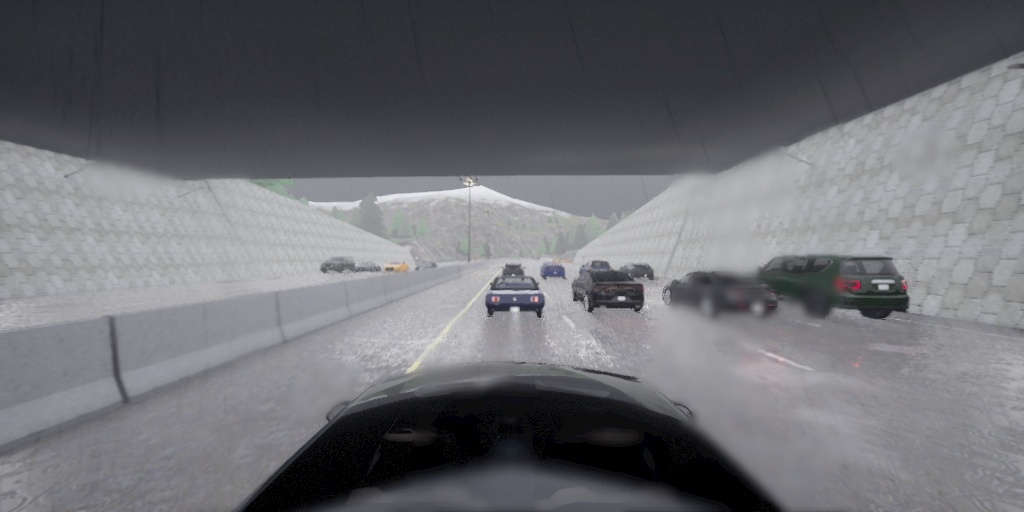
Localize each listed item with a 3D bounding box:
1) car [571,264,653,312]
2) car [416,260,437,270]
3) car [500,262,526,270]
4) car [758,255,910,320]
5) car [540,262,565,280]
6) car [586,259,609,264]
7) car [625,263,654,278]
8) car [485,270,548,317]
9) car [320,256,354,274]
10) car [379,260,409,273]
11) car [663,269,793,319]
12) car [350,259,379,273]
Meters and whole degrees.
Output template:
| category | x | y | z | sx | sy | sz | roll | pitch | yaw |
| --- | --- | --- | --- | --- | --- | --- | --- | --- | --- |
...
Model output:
| category | x | y | z | sx | sy | sz | roll | pitch | yaw |
| --- | --- | --- | --- | --- | --- | --- | --- | --- | --- |
| car | 3.594 | 1.245 | 14.242 | 1.882 | 1.535 | 5.008 | 0 | 0 | 0 |
| car | -10.581 | 1.299 | 44.626 | 2.128 | 1.511 | 4.902 | 0 | 0 | 0 |
| car | 0.100 | 1.295 | 30.874 | 1.837 | 1.490 | 4.892 | 0 | 0 | 0 |
| car | 10.592 | 0.987 | 12.903 | 2.150 | 2.045 | 5.566 | 0 | 0 | 0 |
| car | 3.600 | 1.270 | 32.367 | 1.882 | 1.535 | 5.008 | 0 | 0 | 0 |
| car | 7.099 | 1.142 | 30.533 | 2.097 | 1.767 | 4.553 | 0 | 0 | 0 |
| car | 10.601 | 1.295 | 30.881 | 1.837 | 1.490 | 4.892 | 0 | 0 | 0 |
| car | 0.093 | 1.367 | 13.307 | 1.895 | 1.301 | 4.718 | 0 | 0 | 0 |
| car | -21.081 | 1.028 | 43.755 | 2.150 | 2.045 | 5.566 | 0 | 0 | 0 |
| car | -14.078 | 1.285 | 43.713 | 1.882 | 1.535 | 5.008 | 0 | 0 | 0 |
| car | 7.094 | 1.270 | 12.758 | 1.837 | 1.490 | 4.892 | 0 | 0 | 0 |
| car | -17.575 | 1.371 | 43.856 | 1.994 | 1.385 | 4.181 | 0 | 0 | 0 |
